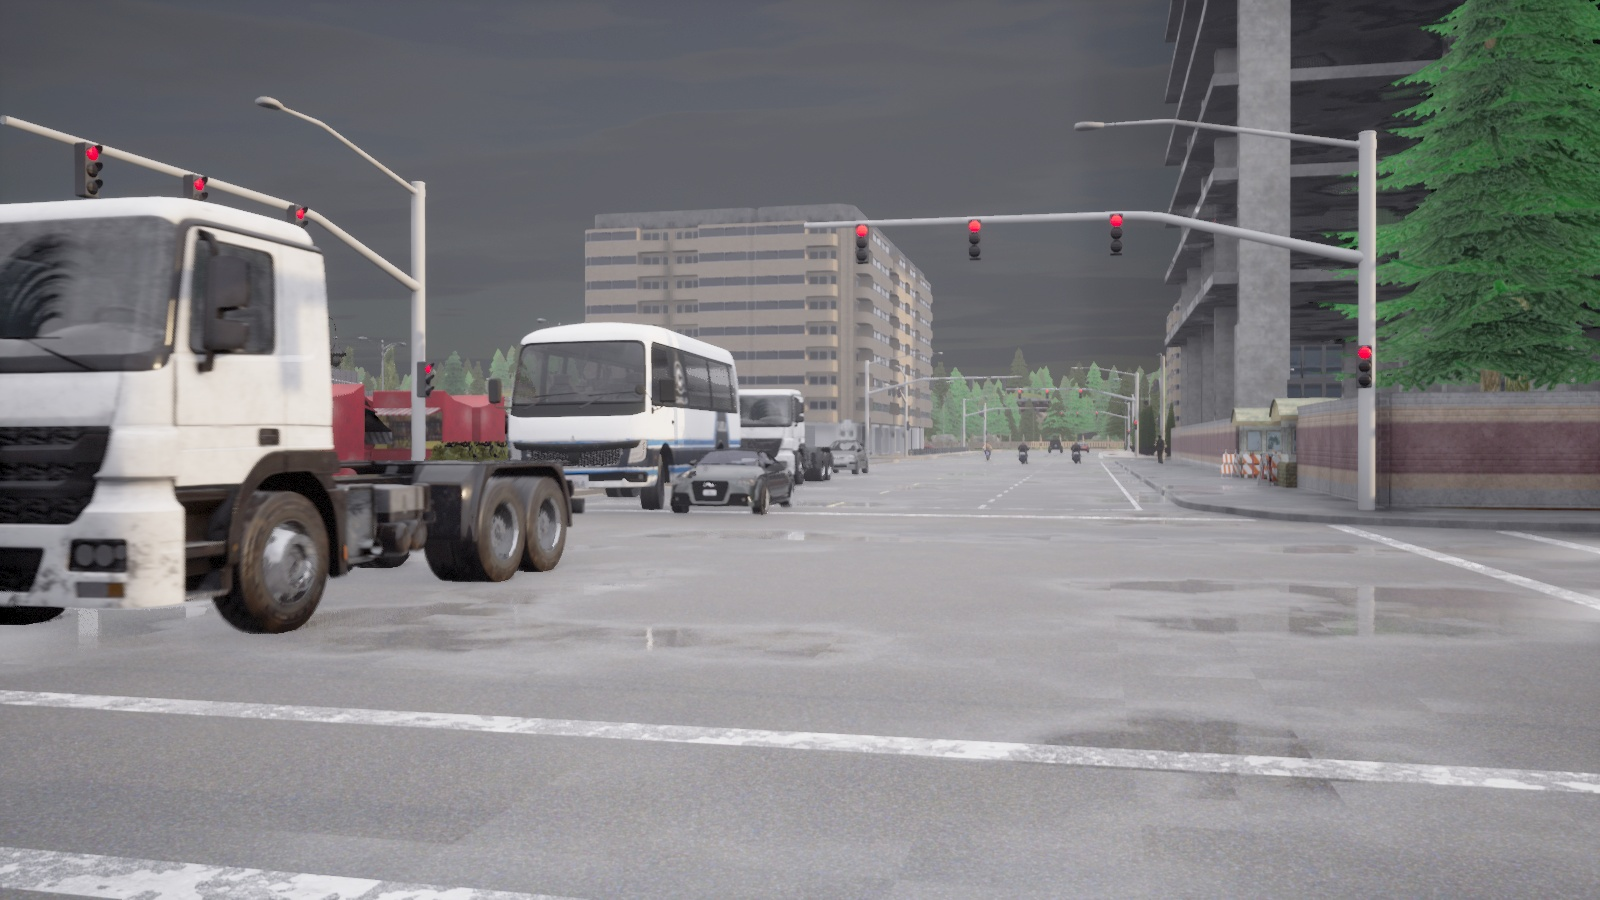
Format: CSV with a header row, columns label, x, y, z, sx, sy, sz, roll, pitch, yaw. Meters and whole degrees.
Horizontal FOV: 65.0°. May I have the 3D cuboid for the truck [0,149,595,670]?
label,x,y,z,sx,sy,sz,roll,pitch,yaw
truck,-4.914,-0.277,12.525,2.891,3.462,7.936,0,0,13

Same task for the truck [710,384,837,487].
label,x,y,z,sx,sy,sz,roll,pitch,yaw
truck,-0.806,-0.512,46.503,2.891,3.462,7.936,0,0,13

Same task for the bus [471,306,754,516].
label,x,y,z,sx,sy,sz,roll,pitch,yaw
bus,-4.094,-0.815,30.989,3.944,4.253,10.273,-1,0,9

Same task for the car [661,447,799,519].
label,x,y,z,sx,sy,sz,roll,pitch,yaw
car,-1.445,0.665,27.843,1.994,1.385,4.181,0,1,13

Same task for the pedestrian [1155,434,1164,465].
label,x,y,z,sx,sy,sz,roll,pitch,yaw
pedestrian,22.258,-0.038,77.698,0.395,1.930,0.692,0,0,6

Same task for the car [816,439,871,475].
label,x,y,z,sx,sy,sz,roll,pitch,yaw
car,2.089,0.295,59.291,1.851,1.617,3.988,0,0,13
